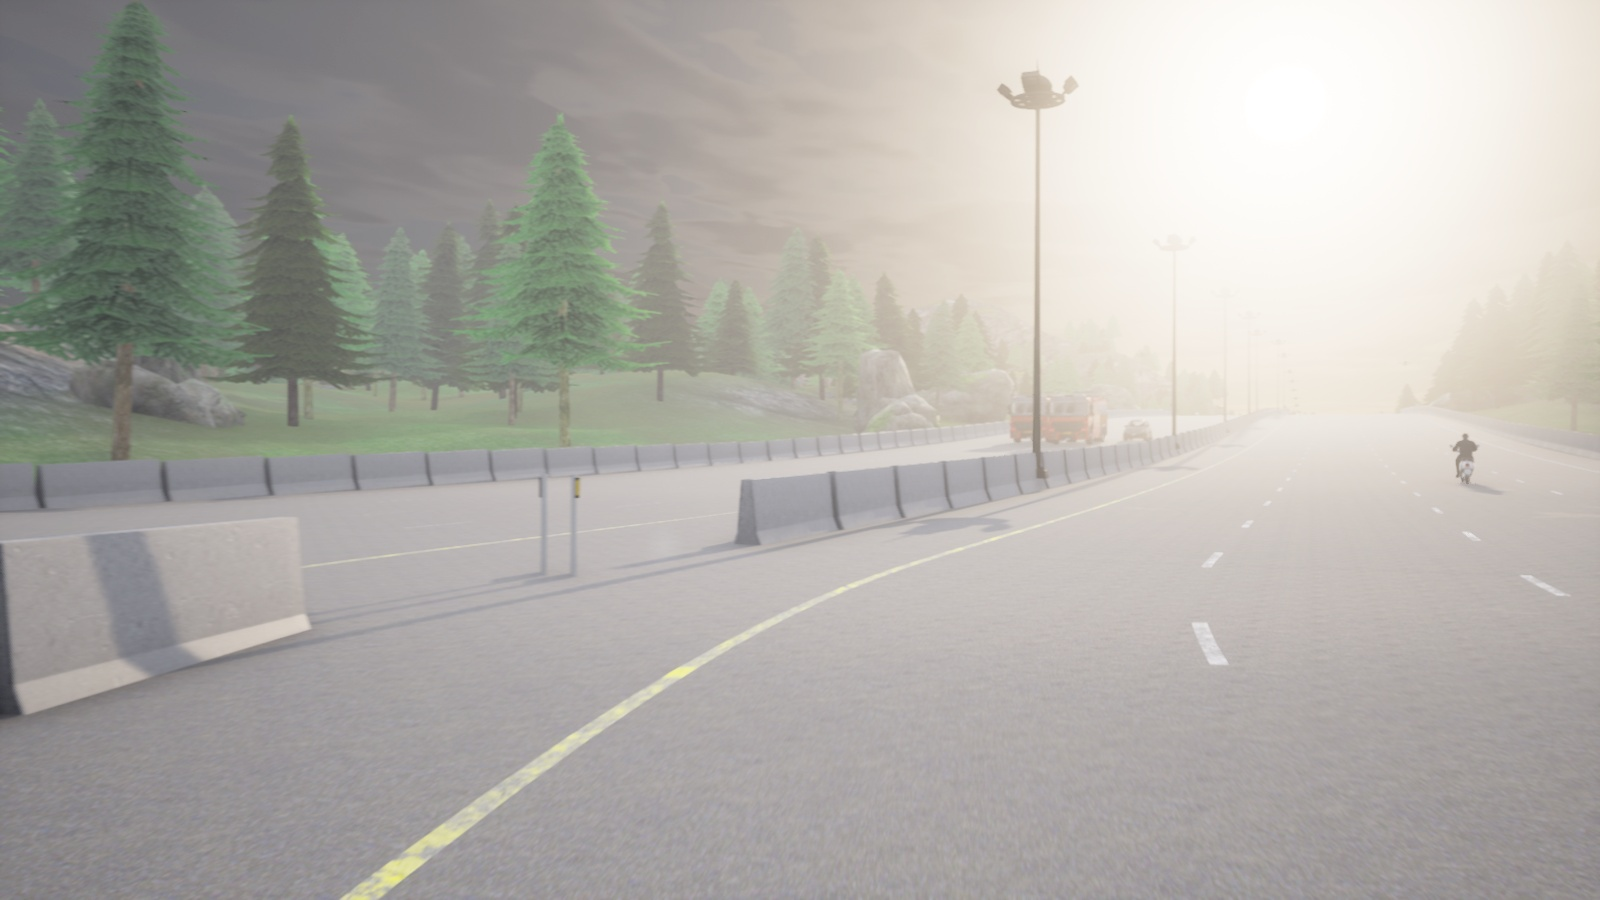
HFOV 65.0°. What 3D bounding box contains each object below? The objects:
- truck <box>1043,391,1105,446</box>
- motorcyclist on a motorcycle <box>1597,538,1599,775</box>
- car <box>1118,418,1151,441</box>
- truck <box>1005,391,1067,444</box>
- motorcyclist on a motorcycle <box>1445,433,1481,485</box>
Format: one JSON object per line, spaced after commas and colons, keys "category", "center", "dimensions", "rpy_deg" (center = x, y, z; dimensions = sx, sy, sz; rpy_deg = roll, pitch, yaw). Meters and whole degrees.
{"category": "truck", "center": [20.038, -2.385, 91.386], "dimensions": [2.891, 3.827, 8.468], "rpy_deg": [0, 2, 23]}
{"category": "motorcyclist on a motorcycle", "center": [3.951, 0.689, 4.635], "dimensions": [0.766, 1.649, 2.350], "rpy_deg": [1, 0, 7]}
{"category": "car", "center": [25.255, -1.534, 94.737], "dimensions": [1.851, 1.617, 3.988], "rpy_deg": [0, 3, 23]}
{"category": "truck", "center": [18.054, -2.532, 95.677], "dimensions": [2.891, 3.827, 8.468], "rpy_deg": [0, 3, 23]}
{"category": "motorcyclist on a motorcycle", "center": [20.955, 0.272, 39.718], "dimensions": [0.866, 1.590, 1.817], "rpy_deg": [0, 1, 23]}
